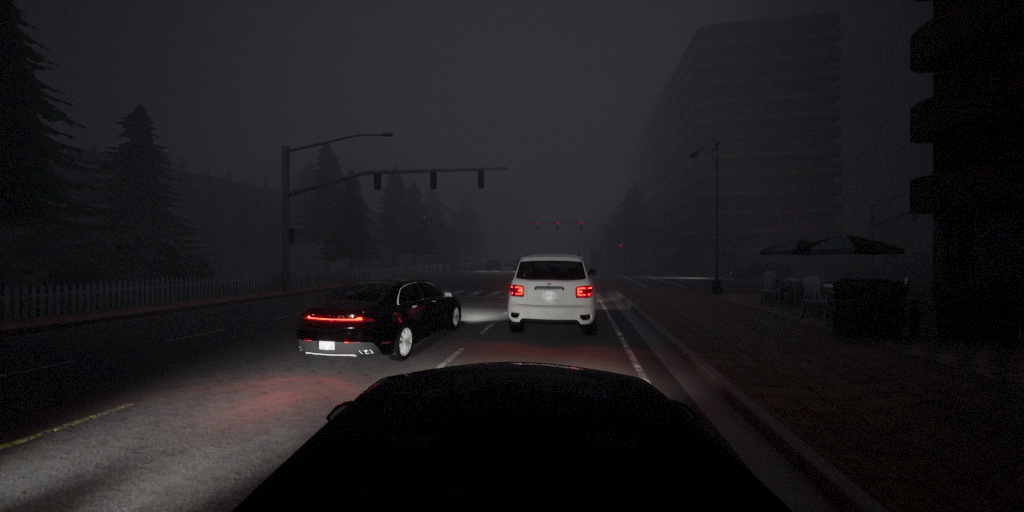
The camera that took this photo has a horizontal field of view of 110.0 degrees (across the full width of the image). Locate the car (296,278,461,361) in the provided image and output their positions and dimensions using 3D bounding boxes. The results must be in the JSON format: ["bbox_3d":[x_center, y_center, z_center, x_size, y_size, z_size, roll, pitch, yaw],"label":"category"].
[{"bbox_3d":[-2.662,1.255,8.394,1.837,1.490,4.892,0,0,10],"label":"car"}]

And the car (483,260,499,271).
[{"bbox_3d":[-2.602,1.256,49.900,1.837,1.490,4.892,0,0,10],"label":"car"}]

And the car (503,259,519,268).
[{"bbox_3d":[-0.131,1.227,63.652,1.882,1.535,5.008,0,0,10],"label":"car"}]

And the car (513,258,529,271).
[{"bbox_3d":[1.246,1.101,48.504,2.097,1.767,4.553,0,0,3],"label":"car"}]

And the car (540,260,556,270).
[{"bbox_3d":[5.594,1.297,54.935,2.033,1.411,5.357,0,0,10],"label":"car"}]

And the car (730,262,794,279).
[{"bbox_3d":[22.456,1.297,32.327,4.902,1.511,2.128,0,0,10],"label":"car"}]

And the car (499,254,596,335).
[{"bbox_3d":[1.319,0.971,10.727,2.150,2.045,5.566,0,0,10],"label":"car"}]
